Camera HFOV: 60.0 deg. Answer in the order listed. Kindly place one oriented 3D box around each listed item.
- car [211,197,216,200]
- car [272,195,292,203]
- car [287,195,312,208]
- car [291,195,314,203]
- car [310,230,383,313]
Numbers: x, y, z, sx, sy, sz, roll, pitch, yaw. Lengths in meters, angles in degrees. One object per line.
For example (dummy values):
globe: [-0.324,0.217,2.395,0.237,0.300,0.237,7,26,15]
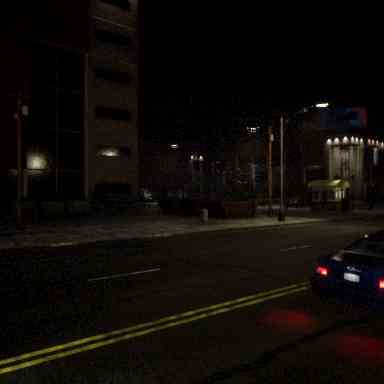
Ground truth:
car: [4.040,1.573,60.500,4.718,1.301,1.895,0,0,-36]
car: [18.744,1.451,69.049,3.806,1.475,1.970,0,0,-36]
car: [14.835,1.253,45.970,4.553,1.767,2.185,0,0,-36]
car: [21.667,1.418,65.059,4.674,1.452,2.002,0,0,-36]
car: [4.852,1.547,7.292,5.357,1.411,2.033,0,0,-35]
